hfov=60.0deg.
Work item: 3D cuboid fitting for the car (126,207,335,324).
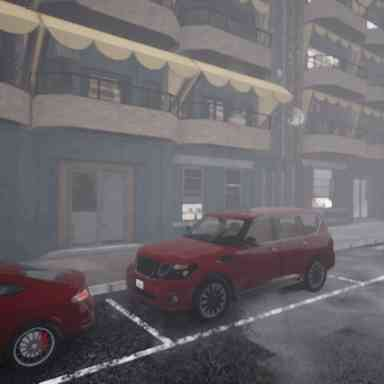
[{"bbox_3d":[1.123,1.303,7.341,5.009,1.841,2.192,0,1,-35],"label":"car"}]

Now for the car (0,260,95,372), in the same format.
[{"bbox_3d":[-3.375,1.583,4.137,4.206,1.307,1.802,0,1,-35],"label":"car"}]
